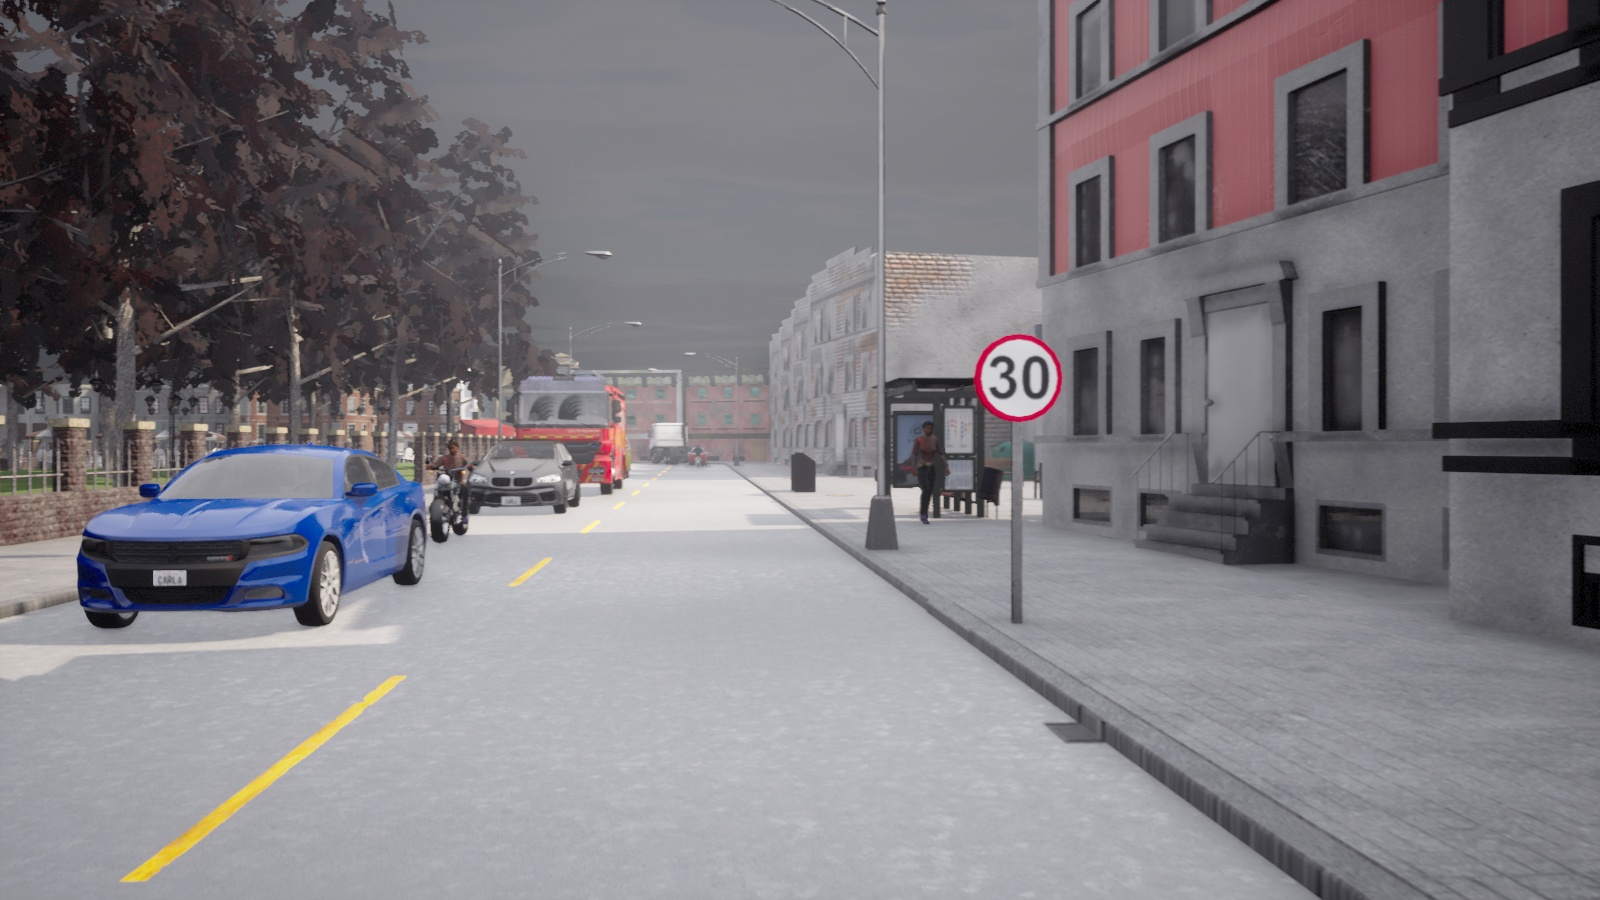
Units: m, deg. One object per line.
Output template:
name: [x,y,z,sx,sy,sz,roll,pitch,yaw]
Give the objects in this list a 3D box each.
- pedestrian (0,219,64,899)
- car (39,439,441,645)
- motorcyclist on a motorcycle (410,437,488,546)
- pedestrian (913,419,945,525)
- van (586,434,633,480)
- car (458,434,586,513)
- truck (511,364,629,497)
pedestrian: [-1.843,0.491,2.294,0.694,1.848,0.540,0,0,-5]
car: [-4.918,0.679,11.951,1.882,1.535,5.008,0,0,-4]
motorcyclist on a motorcycle: [-5.589,0.621,20.145,0.766,1.649,2.350,0,0,-5]
pedestrian: [2.242,0.378,21.898,0.328,1.805,0.869,0,0,-9]
van: [-8.485,0.291,56.194,1.775,1.987,4.442,0,0,-5]
car: [-6.295,0.483,28.987,2.242,1.667,4.611,0,0,-4]
truck: [-7.217,-0.568,40.465,2.891,3.827,8.468,0,0,-5]
